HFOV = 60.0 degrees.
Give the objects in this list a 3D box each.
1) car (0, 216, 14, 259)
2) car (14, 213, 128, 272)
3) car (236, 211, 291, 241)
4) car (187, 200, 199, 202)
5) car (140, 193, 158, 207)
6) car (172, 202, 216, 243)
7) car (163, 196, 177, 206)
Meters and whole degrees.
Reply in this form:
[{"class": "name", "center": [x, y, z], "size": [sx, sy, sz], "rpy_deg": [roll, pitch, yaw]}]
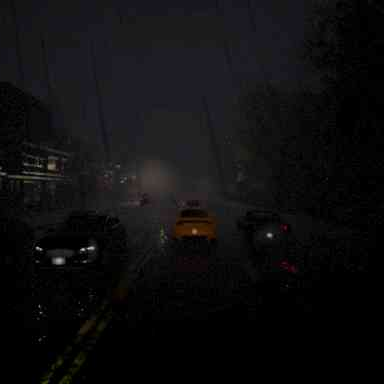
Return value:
[{"class": "car", "center": [-6.599, 1.505, 10.371], "size": [1.812, 1.442, 4.674], "rpy_deg": [0, 0, 0]}, {"class": "car", "center": [-3.349, 1.470, 10.807], "size": [2.128, 1.511, 4.902], "rpy_deg": [0, 0, 0]}, {"class": "car", "center": [3.353, 1.567, 16.582], "size": [1.895, 1.301, 4.718], "rpy_deg": [0, 0, 0]}, {"class": "car", "center": [0.107, 1.494, 34.873], "size": [1.994, 1.385, 4.181], "rpy_deg": [0, 0, 0]}, {"class": "car", "center": [-6.561, 1.119, 50.858], "size": [2.150, 2.045, 5.566], "rpy_deg": [0, 0, 0]}, {"class": "car", "center": [0.103, 1.445, 16.042], "size": [1.882, 1.535, 5.008], "rpy_deg": [0, 0, 0]}, {"class": "car", "center": [-3.309, 1.422, 51.473], "size": [1.812, 1.442, 4.674], "rpy_deg": [0, 0, 0]}]
